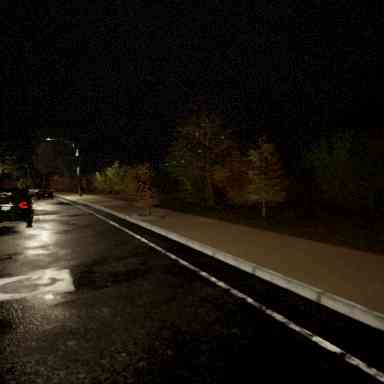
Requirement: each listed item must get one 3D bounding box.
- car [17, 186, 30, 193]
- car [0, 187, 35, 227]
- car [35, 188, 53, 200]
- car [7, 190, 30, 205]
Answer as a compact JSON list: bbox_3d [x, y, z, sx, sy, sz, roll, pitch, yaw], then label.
[{"bbox_3d":[-38.074,-0.496,75.119,2.033,1.411,5.357,-4,3,-33],"label":"car"},{"bbox_3d":[-9.764,0.760,17.848,2.150,2.045,5.566,-3,3,-25],"label":"car"},{"bbox_3d":[-19.924,0.174,44.811,1.882,1.535,5.008,-3,3,-29],"label":"car"},{"bbox_3d":[-19.433,0.573,37.147,2.033,1.411,5.357,-3,3,-28],"label":"car"}]
